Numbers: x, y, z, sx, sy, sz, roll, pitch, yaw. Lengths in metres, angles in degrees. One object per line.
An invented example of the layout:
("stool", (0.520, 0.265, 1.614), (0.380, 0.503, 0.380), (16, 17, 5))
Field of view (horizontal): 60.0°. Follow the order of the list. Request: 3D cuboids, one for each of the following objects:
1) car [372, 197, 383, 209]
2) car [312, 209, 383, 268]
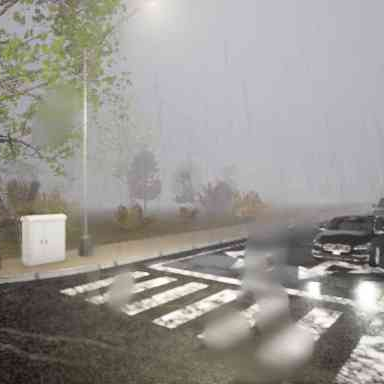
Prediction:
("car", (12.118, 1.258, 19.597), (2.150, 2.045, 5.566), (-1, -1, 39))
("car", (5.773, 1.541, 11.700), (1.837, 1.490, 4.892), (-1, -1, 39))
